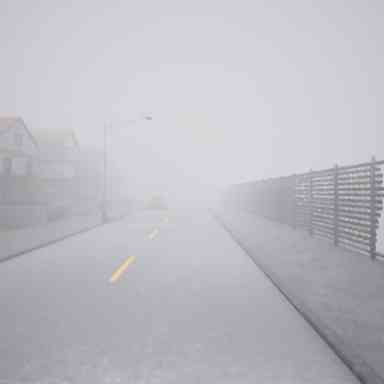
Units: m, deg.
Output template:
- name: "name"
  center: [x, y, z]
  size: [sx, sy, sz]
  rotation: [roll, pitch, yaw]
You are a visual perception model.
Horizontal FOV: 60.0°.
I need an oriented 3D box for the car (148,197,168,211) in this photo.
- name: "car"
  center: [-4.081, 1.362, 40.755]
  size: [2.097, 1.767, 4.553]
  rotation: [0, 0, 0]
